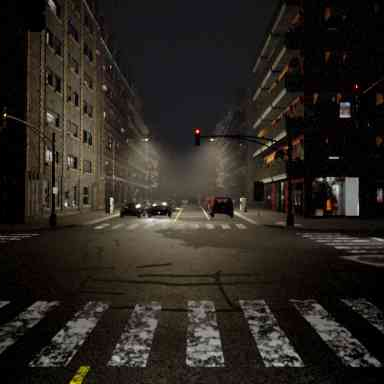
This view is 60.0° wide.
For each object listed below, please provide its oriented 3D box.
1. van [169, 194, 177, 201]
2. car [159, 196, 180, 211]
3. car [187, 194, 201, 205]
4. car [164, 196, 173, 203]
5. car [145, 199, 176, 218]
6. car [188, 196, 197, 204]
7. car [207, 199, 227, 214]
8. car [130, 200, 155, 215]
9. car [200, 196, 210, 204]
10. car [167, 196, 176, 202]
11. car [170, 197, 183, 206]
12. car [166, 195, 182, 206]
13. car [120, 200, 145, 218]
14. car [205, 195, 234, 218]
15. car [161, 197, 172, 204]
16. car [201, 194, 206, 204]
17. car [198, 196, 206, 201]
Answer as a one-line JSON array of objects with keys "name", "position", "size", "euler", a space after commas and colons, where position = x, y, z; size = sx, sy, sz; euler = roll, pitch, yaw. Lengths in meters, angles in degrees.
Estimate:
[{"name": "van", "position": [-5.195, 1.591, 91.317], "size": [1.690, 1.788, 3.998], "euler": [1, 0, 0]}, {"name": "car", "position": [-2.786, 1.524, 39.273], "size": [1.837, 1.490, 4.892], "euler": [0, 0, 0]}, {"name": "car", "position": [0.174, 1.552, 59.909], "size": [1.882, 1.535, 5.008], "euler": [0, 0, 0]}, {"name": "car", "position": [-5.217, 1.673, 74.453], "size": [1.752, 1.417, 4.829], "euler": [1, 0, 0]}, {"name": "car", "position": [-2.805, 1.576, 30.393], "size": [1.994, 1.385, 4.181], "euler": [0, 0, 0]}, {"name": "car", "position": [0.152, 1.602, 70.349], "size": [1.882, 1.535, 5.008], "euler": [0, 0, 0]}, {"name": "car", "position": [2.623, 1.541, 35.894], "size": [1.752, 1.417, 4.829], "euler": [1, 0, 0]}, {"name": "car", "position": [-5.258, 1.581, 35.689], "size": [1.947, 1.339, 4.313], "euler": [1, 0, 0]}, {"name": "car", "position": [2.658, 1.558, 69.087], "size": [1.967, 1.590, 4.097], "euler": [1, 0, 0]}, {"name": "car", "position": [-5.205, 1.767, 85.751], "size": [2.008, 1.369, 4.403], "euler": [1, 0, 0]}, {"name": "car", "position": [-2.681, 1.620, 59.568], "size": [2.033, 1.411, 5.357], "euler": [0, 0, 0]}, {"name": "car", "position": [-2.722, 1.602, 49.207], "size": [1.994, 1.385, 4.181], "euler": [0, 0, 1]}, {"name": "car", "position": [-5.264, 1.578, 30.128], "size": [1.947, 1.339, 4.313], "euler": [1, 0, 0]}, {"name": "car", "position": [2.620, 1.327, 30.165], "size": [2.192, 1.841, 5.009], "euler": [1, 0, 0]}, {"name": "car", "position": [-5.223, 1.669, 69.061], "size": [2.008, 1.369, 4.403], "euler": [1, 0, 0]}, {"name": "car", "position": [2.632, 1.337, 41.289], "size": [2.192, 1.841, 5.009], "euler": [1, 0, 0]}, {"name": "car", "position": [2.682, 1.816, 91.338], "size": [1.947, 1.339, 4.313], "euler": [1, 0, 0]}]
